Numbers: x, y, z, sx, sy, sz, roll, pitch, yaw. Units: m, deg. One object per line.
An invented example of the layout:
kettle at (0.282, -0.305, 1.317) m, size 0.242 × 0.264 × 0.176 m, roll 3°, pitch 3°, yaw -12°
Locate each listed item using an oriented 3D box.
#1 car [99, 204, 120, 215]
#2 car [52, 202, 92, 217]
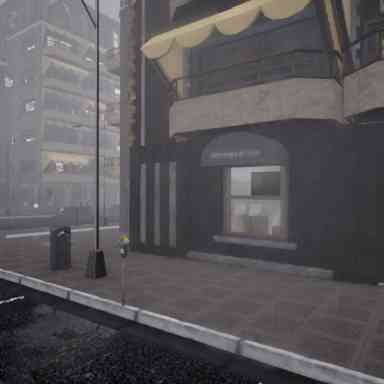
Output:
car at (-9.407, 2.063, 39.871) m, size 1.802 × 1.307 × 4.206 m, roll -1°, pitch -1°, yaw 35°
car at (-12.690, 1.821, 35.246) m, size 1.967 × 1.590 × 4.097 m, roll -1°, pitch -1°, yaw 35°
